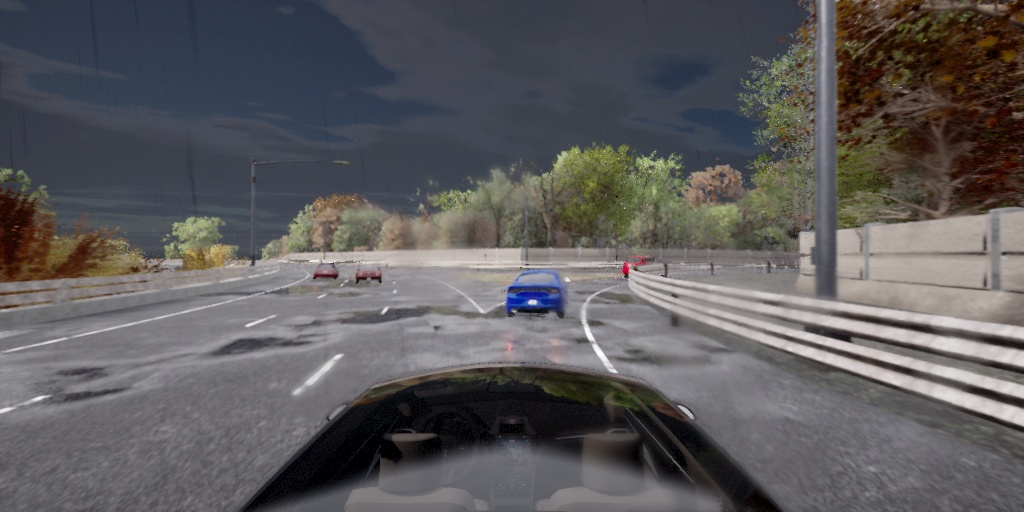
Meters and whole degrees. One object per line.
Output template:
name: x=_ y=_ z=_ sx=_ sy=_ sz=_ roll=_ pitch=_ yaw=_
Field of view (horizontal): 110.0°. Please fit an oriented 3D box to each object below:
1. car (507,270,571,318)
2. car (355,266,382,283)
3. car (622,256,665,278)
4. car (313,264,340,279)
car: x=1.102 y=1.253 z=13.325 sx=1.882 sy=1.535 sz=5.008 roll=0 pitch=0 yaw=11
car: x=-11.407 y=1.410 z=28.626 sx=1.895 sy=1.301 sz=4.718 roll=0 pitch=0 yaw=-21
car: x=12.495 y=1.040 z=33.615 sx=5.566 sy=2.045 sz=2.150 roll=0 pitch=-1 yaw=-43
car: x=-17.349 y=1.384 z=33.603 sx=1.994 sy=1.385 sz=4.181 roll=0 pitch=0 yaw=-24
